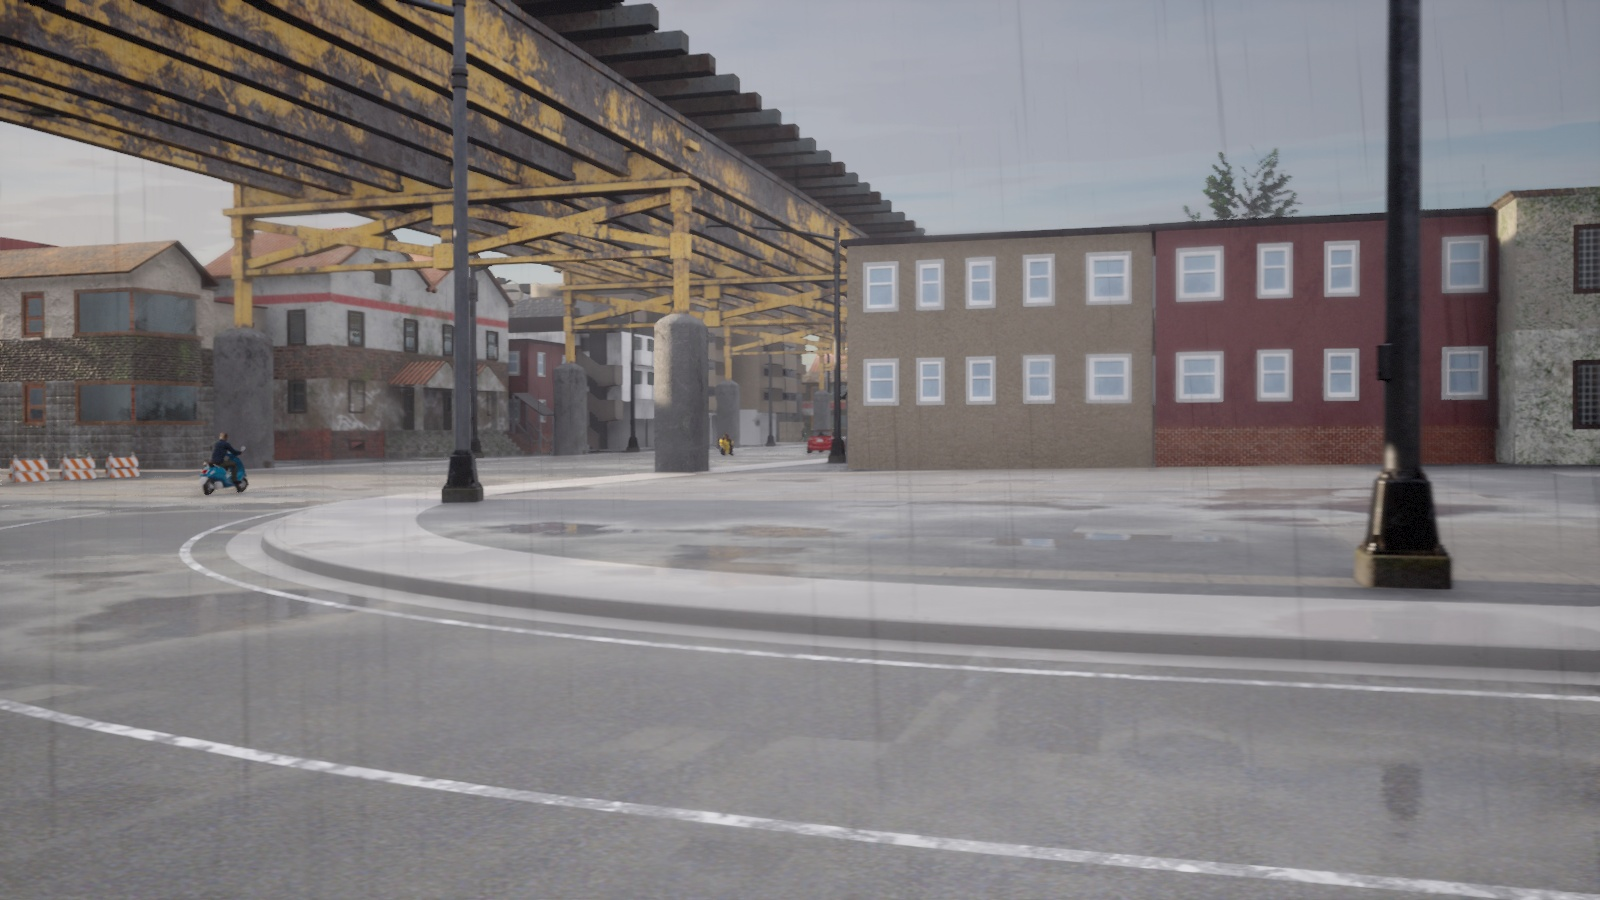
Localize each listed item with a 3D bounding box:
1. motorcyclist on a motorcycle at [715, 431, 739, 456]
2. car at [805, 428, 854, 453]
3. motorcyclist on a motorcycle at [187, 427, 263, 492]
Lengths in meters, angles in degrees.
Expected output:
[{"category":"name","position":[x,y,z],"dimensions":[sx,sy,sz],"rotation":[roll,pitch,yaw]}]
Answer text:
[{"category":"motorcyclist on a motorcycle","position":[-4.539,-0.421,78.278],"dimensions":[0.797,1.523,2.044],"rotation":[0,1,17]},{"category":"car","position":[2.117,-0.684,88.081],"dimensions":[2.242,1.667,4.611],"rotation":[0,1,17]},{"category":"motorcyclist on a motorcycle","position":[-14.727,0.223,32.223],"dimensions":[0.866,1.590,1.817],"rotation":[1,1,11]}]
